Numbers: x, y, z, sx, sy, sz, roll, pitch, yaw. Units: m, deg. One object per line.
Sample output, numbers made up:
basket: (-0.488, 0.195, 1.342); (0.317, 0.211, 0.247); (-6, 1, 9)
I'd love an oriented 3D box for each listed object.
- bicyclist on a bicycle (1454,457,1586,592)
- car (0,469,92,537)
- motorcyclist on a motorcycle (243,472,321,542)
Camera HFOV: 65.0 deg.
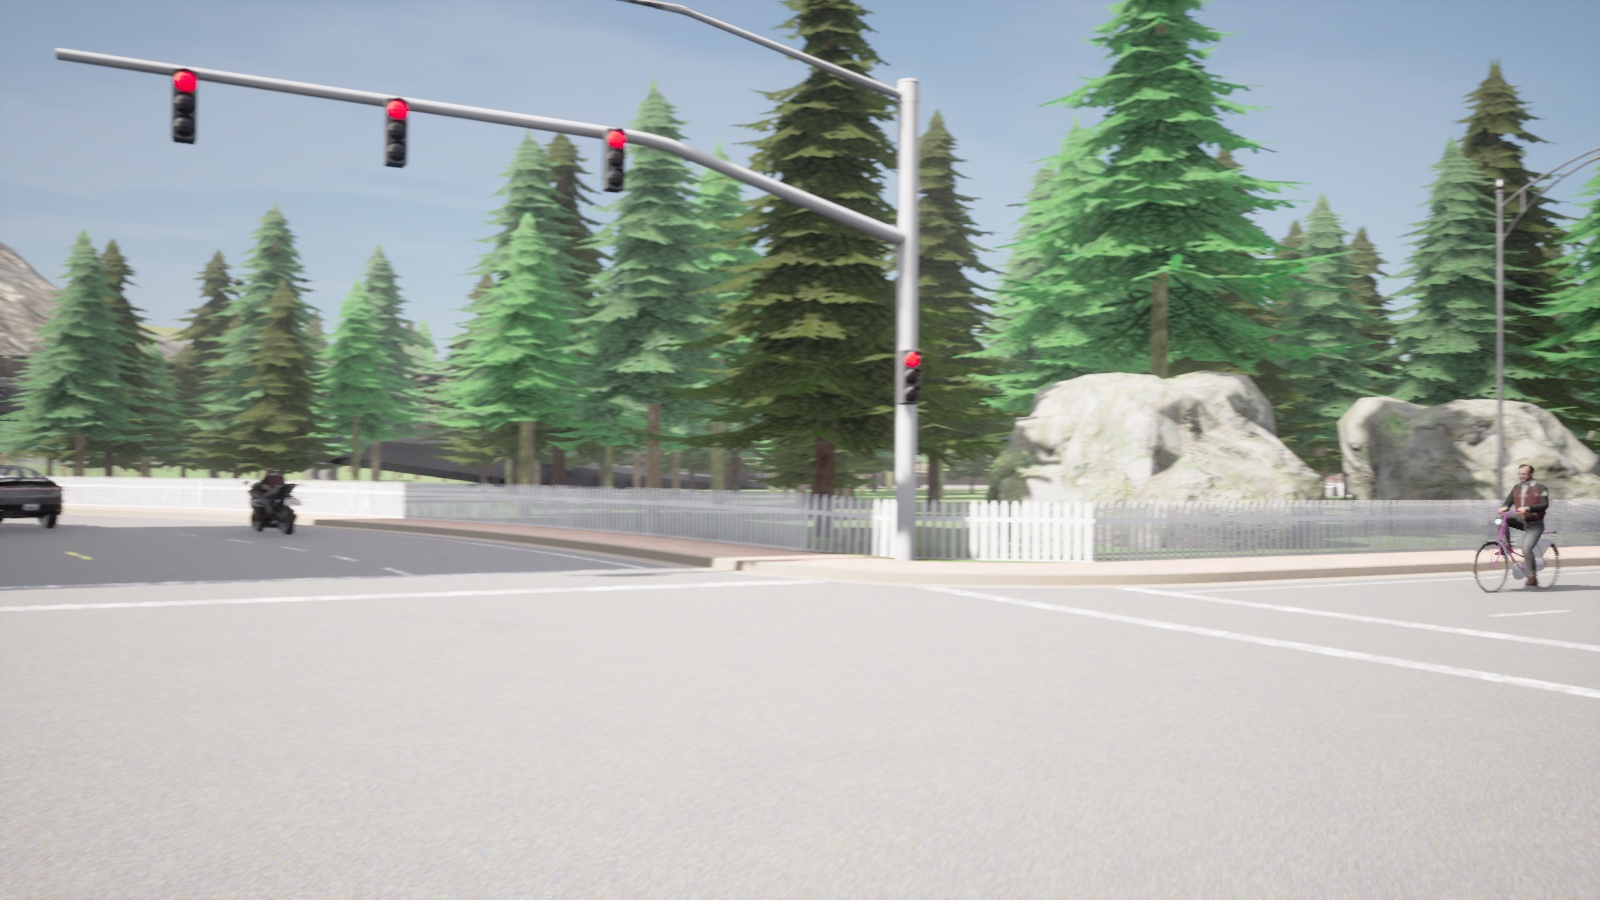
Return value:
bicyclist on a bicycle: (9.884, 0.996, 17.236); (1.843, 1.776, 0.659); (1, -1, -27)
car: (-19.405, 1.224, 30.377); (4.902, 1.511, 2.128); (-1, -1, 36)
motorcyclist on a motorcycle: (-11.891, 1.282, 28.791); (2.191, 1.530, 0.866); (-1, -1, 45)
